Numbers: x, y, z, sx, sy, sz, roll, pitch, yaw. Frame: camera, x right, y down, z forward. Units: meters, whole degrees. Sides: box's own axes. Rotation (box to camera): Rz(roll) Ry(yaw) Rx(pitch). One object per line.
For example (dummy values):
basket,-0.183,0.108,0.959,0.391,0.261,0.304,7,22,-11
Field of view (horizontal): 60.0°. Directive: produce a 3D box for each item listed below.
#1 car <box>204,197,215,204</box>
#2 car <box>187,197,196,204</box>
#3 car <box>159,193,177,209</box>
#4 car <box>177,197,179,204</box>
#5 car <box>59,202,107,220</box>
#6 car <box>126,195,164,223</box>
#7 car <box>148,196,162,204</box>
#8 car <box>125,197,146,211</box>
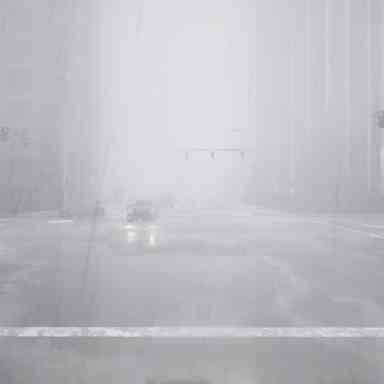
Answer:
car,3.413,1.601,65.049,1.895,1.301,4.718,0,0,0
car,-0.088,1.601,65.584,1.895,1.301,4.718,0,0,0
car,-3.659,1.221,45.477,2.150,2.045,5.566,0,0,0
car,-3.589,1.485,65.020,1.882,1.535,5.008,0,0,0
car,-9.134,1.564,28.094,1.994,1.385,4.181,0,0,24
car,-3.633,1.352,25.571,2.097,1.767,4.553,0,0,0
car,-7.100,1.492,63.568,2.128,1.511,4.902,0,0,0
car,-7.155,1.477,42.747,1.882,1.535,5.008,0,0,0
